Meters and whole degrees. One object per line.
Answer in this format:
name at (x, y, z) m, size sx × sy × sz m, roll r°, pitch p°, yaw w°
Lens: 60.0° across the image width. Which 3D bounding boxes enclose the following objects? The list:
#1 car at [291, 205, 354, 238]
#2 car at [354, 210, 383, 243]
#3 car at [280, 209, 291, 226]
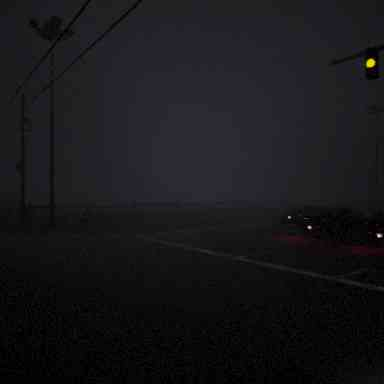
car at (7.809, 1.505, 17.919) m, size 4.892 × 1.490 × 1.837 m, roll 0°, pitch 0°, yaw -36°
car at (9.549, 1.506, 14.859) m, size 4.892 × 1.490 × 1.837 m, roll 0°, pitch 0°, yaw -36°
car at (7.801, 1.564, 22.214) m, size 4.181 × 1.385 × 1.994 m, roll 0°, pitch 0°, yaw -36°
